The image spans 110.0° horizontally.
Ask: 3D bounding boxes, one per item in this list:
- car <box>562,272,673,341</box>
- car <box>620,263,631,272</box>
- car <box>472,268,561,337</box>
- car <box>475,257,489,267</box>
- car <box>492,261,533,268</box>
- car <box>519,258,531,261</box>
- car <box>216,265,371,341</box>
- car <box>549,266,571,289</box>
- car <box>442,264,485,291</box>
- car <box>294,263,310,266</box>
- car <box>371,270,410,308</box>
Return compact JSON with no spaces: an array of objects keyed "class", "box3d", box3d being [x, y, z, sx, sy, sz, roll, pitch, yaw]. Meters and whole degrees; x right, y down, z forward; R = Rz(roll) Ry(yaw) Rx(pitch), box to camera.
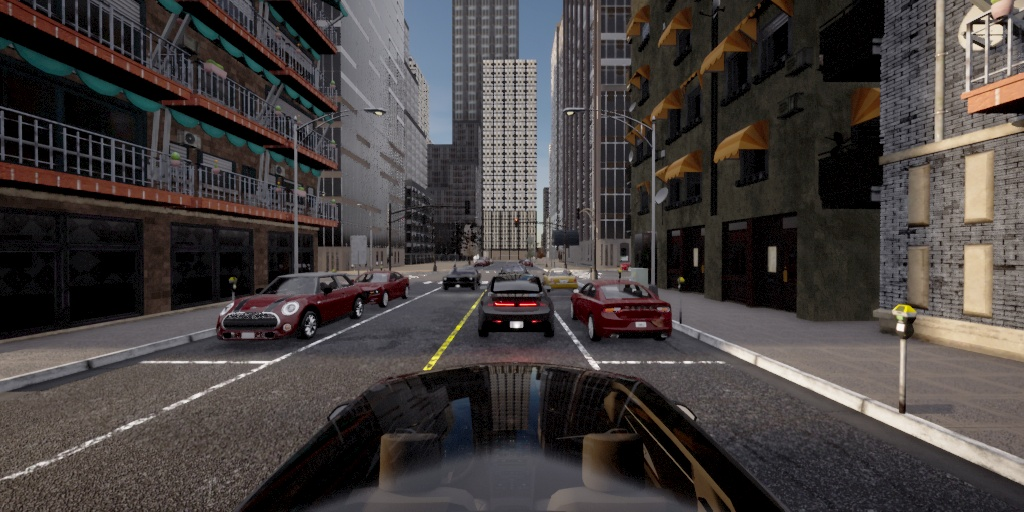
[{"class":"car","box3d":[2.696,1.294,9.702,1.888,1.381,4.507,0,0,0]},{"class":"car","box3d":[14.291,1.005,39.882,4.507,1.381,1.888,0,0,0]},{"class":"car","box3d":[0.106,1.253,10.253,1.837,1.490,4.892,0,0,0]},{"class":"car","box3d":[-5.644,1.291,64.282,1.888,1.381,4.507,0,0,0]},{"class":"car","box3d":[0.113,1.239,20.386,2.128,1.511,4.902,0,0,0]},{"class":"car","box3d":[2.736,1.185,64.275,1.967,1.591,4.097,0,0,0]},{"class":"car","box3d":[-5.686,1.188,9.722,1.967,1.591,4.097,0,0,0]},{"class":"car","box3d":[2.704,1.272,20.919,1.751,1.417,4.829,0,0,0]},{"class":"car","box3d":[-2.988,1.347,22.025,1.895,1.301,4.718,0,0,0]},{"class":"car","box3d":[-23.806,1.494,39.590,4.097,1.591,1.967,0,0,0]},{"class":"car","box3d":[-5.682,1.293,15.246,1.888,1.381,4.507,0,0,0]}]
